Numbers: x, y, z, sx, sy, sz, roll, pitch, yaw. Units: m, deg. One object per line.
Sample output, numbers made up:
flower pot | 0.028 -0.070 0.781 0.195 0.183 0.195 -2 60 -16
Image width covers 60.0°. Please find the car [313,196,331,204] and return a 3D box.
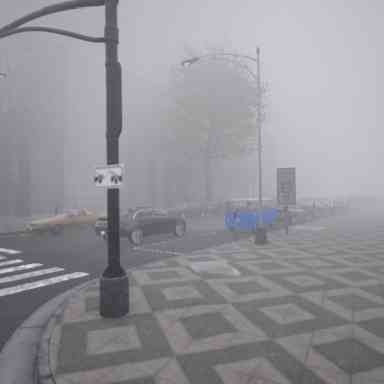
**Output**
car | 24.200 1.453 61.925 2.008 1.369 4.403 -1 -1 36

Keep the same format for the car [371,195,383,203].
car | 34.996 1.305 62.333 1.947 1.339 4.313 -1 -1 36

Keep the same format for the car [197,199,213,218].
car | -0.517 1.551 27.583 1.887 1.381 4.507 -1 0 36

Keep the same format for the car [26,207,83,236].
car | -6.802 1.564 18.862 1.752 1.417 4.829 -1 0 36

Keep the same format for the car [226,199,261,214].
car | 5.662 1.529 36.169 2.008 1.369 4.403 -1 0 36

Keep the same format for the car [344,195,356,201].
car | 39.509 1.401 83.194 2.008 1.369 4.403 -1 -1 36

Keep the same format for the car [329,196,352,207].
car | 21.785 1.376 48.709 2.033 1.411 5.357 -1 -1 36

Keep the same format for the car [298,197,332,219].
car | 9.698 1.385 27.185 1.887 1.381 4.507 -1 0 36

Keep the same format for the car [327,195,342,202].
car | 29.967 1.433 69.938 2.008 1.369 4.403 -1 -1 36

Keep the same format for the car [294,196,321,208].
car | 15.943 1.387 45.729 2.128 1.511 4.902 -1 -1 36

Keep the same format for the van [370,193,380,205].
van | 28.669 1.103 53.548 1.690 1.788 3.998 -1 -1 36

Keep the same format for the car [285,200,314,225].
car | 6.536 1.422 22.791 1.947 1.339 4.313 -1 0 36

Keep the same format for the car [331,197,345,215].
car | 12.861 1.408 31.579 1.802 1.307 4.206 -1 0 36

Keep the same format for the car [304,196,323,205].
car | 21.011 1.440 57.495 1.752 1.417 4.829 -1 0 36

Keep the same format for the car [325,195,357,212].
car | 16.022 1.363 35.972 2.008 1.369 4.403 -1 0 36

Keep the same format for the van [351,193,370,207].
van | 22.344 1.128 44.760 1.690 1.788 3.998 -1 0 36

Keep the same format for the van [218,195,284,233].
van | 3.371 1.212 18.399 1.690 1.788 3.998 -1 0 36

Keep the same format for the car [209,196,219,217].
car | 2.570 1.307 31.878 2.192 1.841 5.009 -1 0 36

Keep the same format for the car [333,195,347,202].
car | 33.148 1.416 74.356 1.887 1.381 4.507 -1 -1 36

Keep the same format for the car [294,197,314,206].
car | 18.021 1.492 53.339 1.947 1.339 4.313 -1 0 36

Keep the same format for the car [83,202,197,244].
car | -2.186 1.429 15.407 2.128 1.511 4.902 -1 -1 36

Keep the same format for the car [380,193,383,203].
car | 31.933 1.275 58.078 1.752 1.417 4.829 -1 -1 36

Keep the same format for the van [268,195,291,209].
van | 11.839 1.292 44.756 1.690 1.788 3.998 -1 0 36
